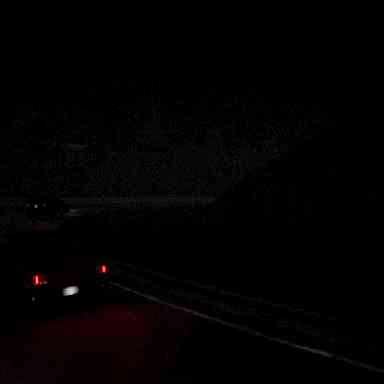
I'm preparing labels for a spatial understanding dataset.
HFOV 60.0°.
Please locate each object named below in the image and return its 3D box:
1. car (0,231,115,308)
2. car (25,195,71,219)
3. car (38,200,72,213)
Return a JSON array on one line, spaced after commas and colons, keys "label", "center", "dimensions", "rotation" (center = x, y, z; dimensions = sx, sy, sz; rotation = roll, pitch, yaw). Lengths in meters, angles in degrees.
[{"label": "car", "center": [-3.821, 1.619, 8.083], "dimensions": [1.895, 1.301, 4.718], "rotation": [0, 0, -42]}, {"label": "car", "center": [-13.058, 1.288, 29.995], "dimensions": [2.150, 2.045, 5.566], "rotation": [0, 0, -5]}, {"label": "car", "center": [-16.046, 1.656, 39.210], "dimensions": [1.994, 1.385, 4.181], "rotation": [0, 0, 7]}]
